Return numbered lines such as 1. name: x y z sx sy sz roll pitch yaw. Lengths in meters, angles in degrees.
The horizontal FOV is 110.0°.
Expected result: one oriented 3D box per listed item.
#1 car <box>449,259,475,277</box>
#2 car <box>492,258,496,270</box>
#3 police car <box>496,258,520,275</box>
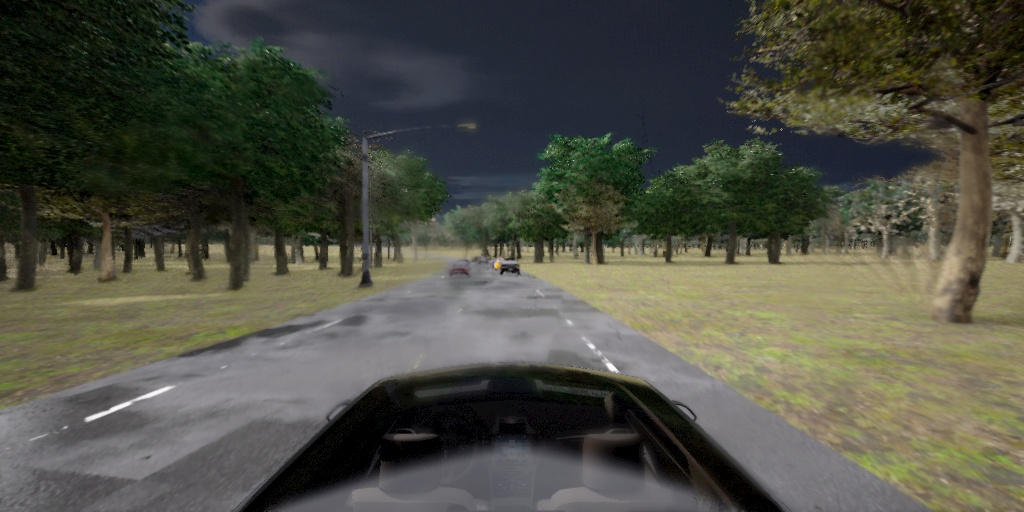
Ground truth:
1. car: -4.745 1.256 33.283 1.895 1.301 4.718 0 0 -4
2. car: -1.215 1.030 45.975 1.882 1.535 5.008 -1 0 -6
3. police car: -0.291 1.030 36.058 1.930 1.638 5.238 -1 0 -5
